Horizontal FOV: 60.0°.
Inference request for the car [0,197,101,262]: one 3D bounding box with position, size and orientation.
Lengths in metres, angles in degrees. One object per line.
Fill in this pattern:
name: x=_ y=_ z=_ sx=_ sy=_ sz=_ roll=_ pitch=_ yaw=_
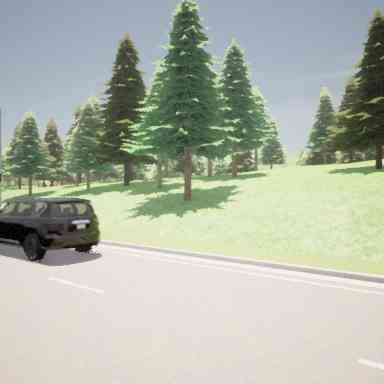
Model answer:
car: x=-5.802 y=1.221 z=12.453 sx=5.566 sy=2.045 sz=2.150 roll=0 pitch=0 yaw=36
